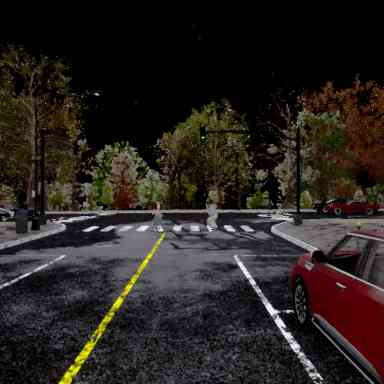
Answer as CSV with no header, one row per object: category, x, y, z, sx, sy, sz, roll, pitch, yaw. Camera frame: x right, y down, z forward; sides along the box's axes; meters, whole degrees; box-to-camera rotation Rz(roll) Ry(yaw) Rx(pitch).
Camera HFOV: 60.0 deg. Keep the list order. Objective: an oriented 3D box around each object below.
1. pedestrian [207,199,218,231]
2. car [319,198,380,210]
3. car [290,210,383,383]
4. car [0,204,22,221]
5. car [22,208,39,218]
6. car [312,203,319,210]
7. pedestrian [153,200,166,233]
pedestrian,1.166,1.296,18.852,0.375,1.860,0.375,1,-1,0
car,15.183,1.459,31.897,4.718,1.301,1.895,-1,-1,1
car,2.720,1.316,3.837,2.192,1.841,5.009,1,0,0
car,-16.429,1.583,25.951,4.902,1.511,2.128,-1,-1,2
car,-16.103,1.733,29.205,4.718,1.301,1.895,-1,-1,1
car,15.249,1.406,35.151,4.892,1.490,1.837,-1,-1,1
pedestrian,-1.785,1.297,18.256,0.375,1.860,0.375,1,-1,0
